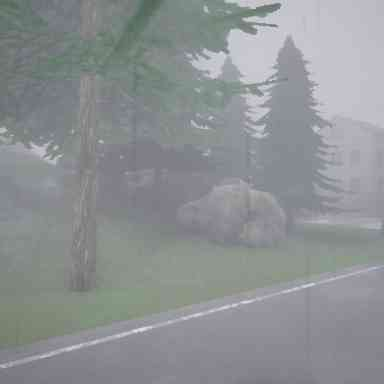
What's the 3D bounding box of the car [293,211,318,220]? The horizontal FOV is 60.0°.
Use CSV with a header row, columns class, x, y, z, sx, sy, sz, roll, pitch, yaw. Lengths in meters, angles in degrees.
class,x,y,z,sx,sy,sz,roll,pitch,yaw
car,7.988,1.532,28.381,2.033,1.411,5.357,0,0,-35
